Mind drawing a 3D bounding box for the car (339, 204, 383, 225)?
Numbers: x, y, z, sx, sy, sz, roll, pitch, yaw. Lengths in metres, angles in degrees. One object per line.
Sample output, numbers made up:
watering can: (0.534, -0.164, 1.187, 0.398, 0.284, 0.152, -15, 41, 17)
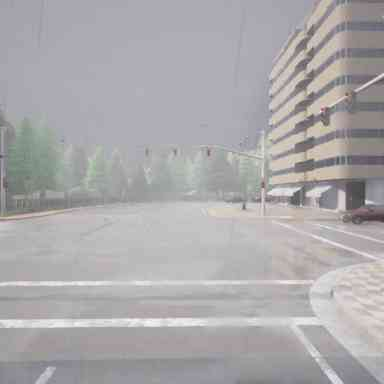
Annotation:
car: (13.155, 1.581, 24.207, 4.674, 1.442, 1.812, 0, 0, -1)

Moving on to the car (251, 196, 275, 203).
car: (14.171, 1.526, 67.955, 4.674, 1.442, 1.812, 0, 0, -34)

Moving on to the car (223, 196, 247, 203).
car: (8.858, 1.547, 68.251, 5.357, 1.411, 2.033, 0, 0, -38)
